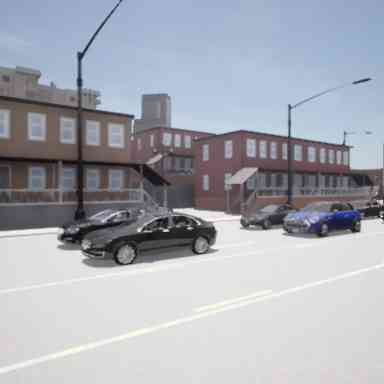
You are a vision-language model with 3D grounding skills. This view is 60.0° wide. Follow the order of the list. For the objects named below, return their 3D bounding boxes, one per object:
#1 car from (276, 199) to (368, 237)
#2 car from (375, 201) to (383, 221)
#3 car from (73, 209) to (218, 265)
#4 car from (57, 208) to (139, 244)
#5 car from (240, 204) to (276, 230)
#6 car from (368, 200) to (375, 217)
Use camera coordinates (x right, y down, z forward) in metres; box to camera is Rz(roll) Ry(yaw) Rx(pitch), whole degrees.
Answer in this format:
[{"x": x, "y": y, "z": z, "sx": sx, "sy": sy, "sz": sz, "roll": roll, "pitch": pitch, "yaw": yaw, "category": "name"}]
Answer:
[{"x": 6.867, "y": 1.277, "z": 17.477, "sx": 4.553, "sy": 1.767, "sz": 2.097, "roll": 0, "pitch": 0, "yaw": -35, "category": "car"}, {"x": 15.245, "y": 1.381, "z": 23.413, "sx": 4.892, "sy": 1.490, "sz": 1.837, "roll": 0, "pitch": 0, "yaw": -35, "category": "car"}, {"x": -1.315, "y": 1.479, "z": 11.645, "sx": 4.892, "sy": 1.490, "sz": 1.837, "roll": 0, "pitch": 0, "yaw": -36, "category": "car"}, {"x": -3.253, "y": 1.465, "z": 14.559, "sx": 4.902, "sy": 1.511, "sz": 2.128, "roll": 0, "pitch": 0, "yaw": -35, "category": "car"}, {"x": 5.044, "y": 1.450, "z": 20.472, "sx": 4.674, "sy": 1.442, "sz": 1.812, "roll": 0, "pitch": 0, "yaw": -36, "category": "car"}, {"x": 13.433, "y": 1.380, "z": 26.416, "sx": 4.892, "sy": 1.490, "sz": 1.837, "roll": 0, "pitch": 0, "yaw": -35, "category": "car"}]
